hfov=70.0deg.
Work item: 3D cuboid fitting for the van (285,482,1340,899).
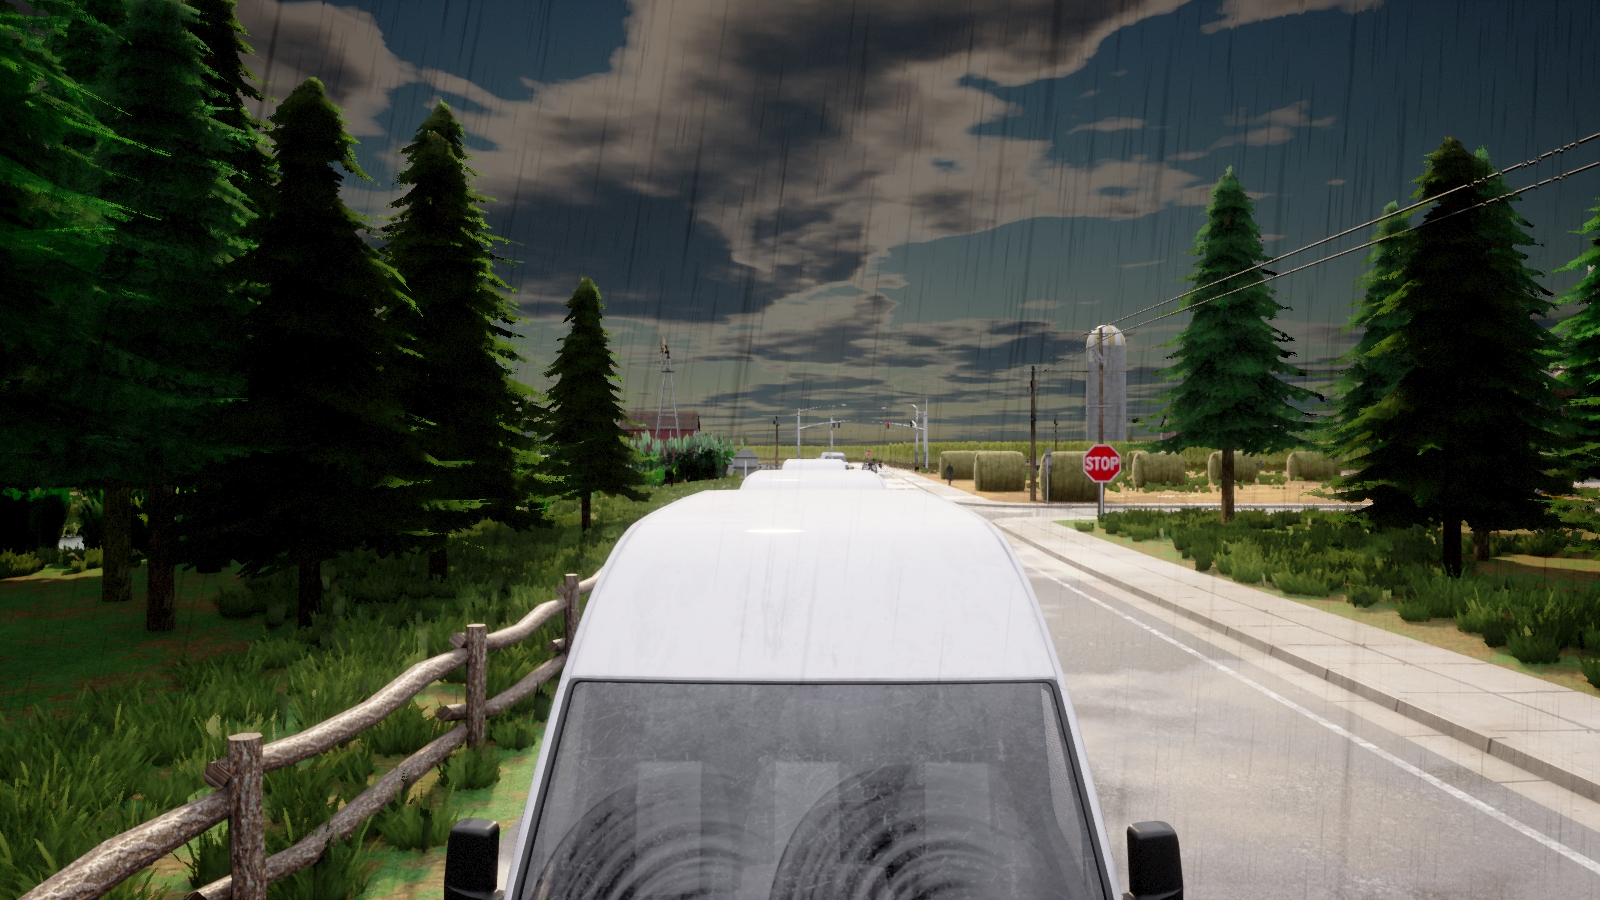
[{"bbox_3d":[0.056,1.508,5.110,1.988,2.561,5.915,0,0,1],"label":"van"}]
